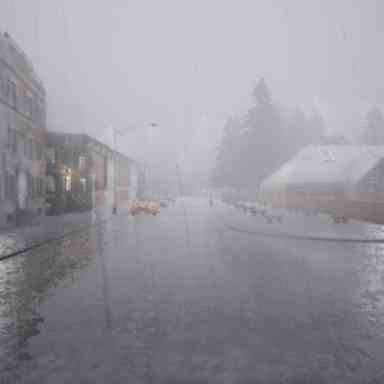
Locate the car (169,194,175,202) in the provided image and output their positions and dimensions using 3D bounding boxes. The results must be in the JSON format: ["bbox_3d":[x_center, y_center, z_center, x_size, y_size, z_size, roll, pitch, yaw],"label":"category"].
[{"bbox_3d":[-3.957,1.078,58.050,1.994,1.385,4.181,0,0,0],"label":"car"}]

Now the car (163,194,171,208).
[{"bbox_3d":[-4.064,1.258,40.964,1.895,1.301,4.718,0,0,0],"label":"car"}]

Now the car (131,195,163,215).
[{"bbox_3d":[-4.084,1.103,29.708,2.097,1.767,4.553,0,0,0],"label":"car"}]
